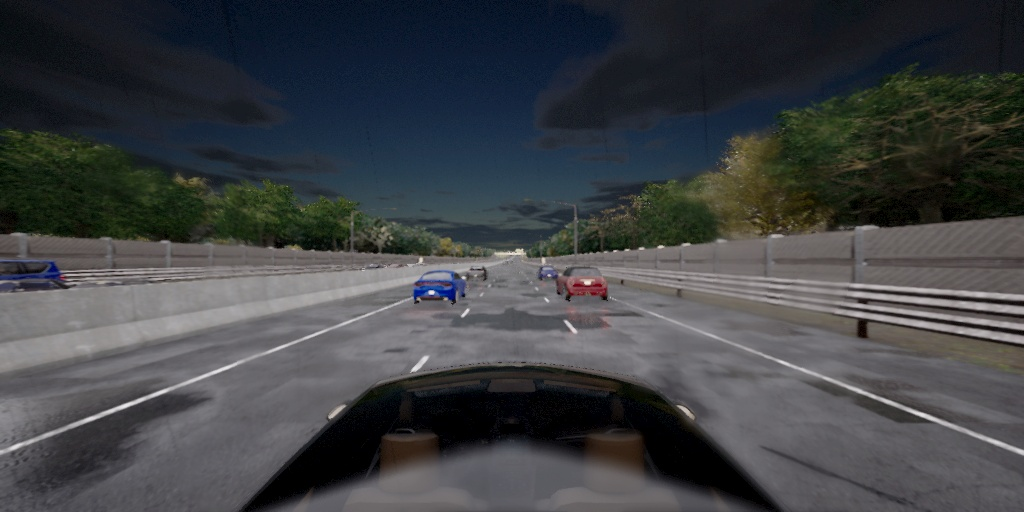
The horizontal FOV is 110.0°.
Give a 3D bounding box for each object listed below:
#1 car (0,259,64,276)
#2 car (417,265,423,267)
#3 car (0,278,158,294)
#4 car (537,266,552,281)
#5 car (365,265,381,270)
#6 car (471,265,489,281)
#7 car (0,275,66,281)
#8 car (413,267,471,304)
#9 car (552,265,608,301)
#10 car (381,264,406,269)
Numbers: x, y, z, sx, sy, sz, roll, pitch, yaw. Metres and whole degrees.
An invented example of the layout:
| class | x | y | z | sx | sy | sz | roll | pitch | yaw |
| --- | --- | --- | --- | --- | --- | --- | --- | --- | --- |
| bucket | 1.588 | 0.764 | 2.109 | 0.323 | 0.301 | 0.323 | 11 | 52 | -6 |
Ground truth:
| class | x | y | z | sx | sy | sz | roll | pitch | yaw |
| --- | --- | --- | --- | --- | --- | --- | --- | --- | --- |
| car | -21.104 | 1.125 | 13.753 | 2.150 | 2.045 | 5.566 | 0 | -1 | 0 |
| car | -14.067 | 2.013 | 54.396 | 1.994 | 1.385 | 4.181 | 0 | -1 | 0 |
| car | -14.105 | 1.488 | 12.428 | 1.895 | 1.301 | 4.718 | 0 | -1 | 0 |
| car | 3.592 | 1.735 | 36.720 | 1.812 | 1.442 | 4.674 | 0 | -1 | 0 |
| car | -21.056 | 2.022 | 55.068 | 1.994 | 1.385 | 4.181 | 0 | -1 | 0 |
| car | -3.409 | 1.691 | 36.040 | 2.128 | 1.511 | 4.902 | 0 | -1 | 0 |
| car | -17.604 | 1.487 | 12.419 | 1.895 | 1.301 | 4.718 | 0 | -1 | 0 |
| car | -3.406 | 1.434 | 17.656 | 1.882 | 1.535 | 5.008 | 0 | -1 | 0 |
| car | 3.595 | 1.329 | 19.187 | 2.097 | 1.767 | 4.553 | 0 | -1 | 0 |
| car | -17.562 | 1.925 | 54.247 | 1.882 | 1.535 | 5.008 | 0 | -1 | 0 |
